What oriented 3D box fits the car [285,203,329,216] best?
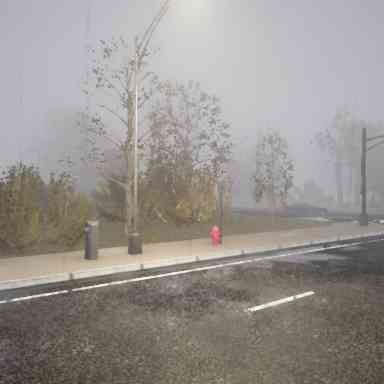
[{"bbox_3d":[12.174,1.791,35.408,1.895,1.301,4.718,1,-1,-26],"label":"car"}]
